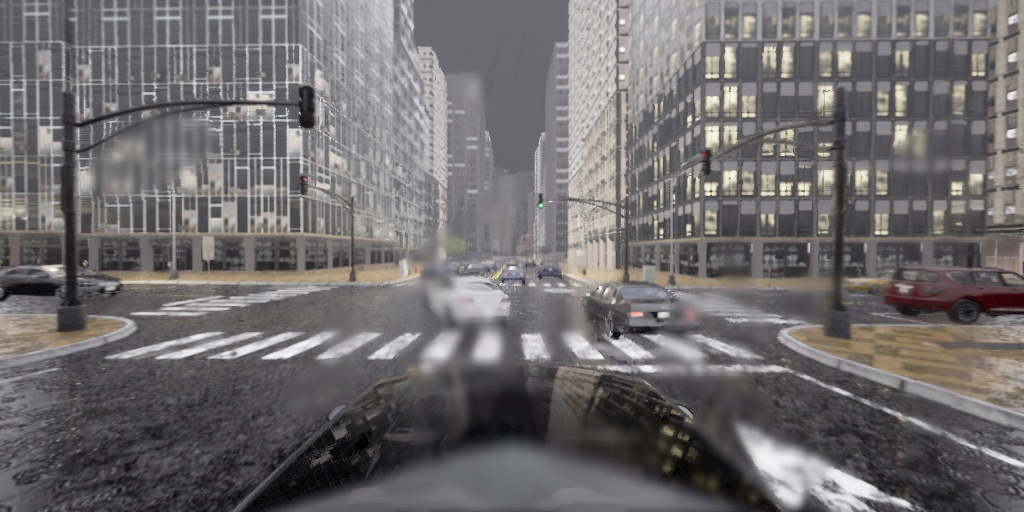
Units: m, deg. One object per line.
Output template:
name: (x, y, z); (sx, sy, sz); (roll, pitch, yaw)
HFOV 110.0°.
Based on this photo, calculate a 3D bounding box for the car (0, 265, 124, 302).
car: (-20.030, 1.142, 15.756); (4.902, 1.511, 2.128); (1, 1, 1)

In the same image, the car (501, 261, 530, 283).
car: (0.109, 1.380, 28.524); (2.033, 1.411, 5.357); (0, 0, 0)

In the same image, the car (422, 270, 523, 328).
car: (-1.574, 1.375, 11.956); (1.812, 1.442, 4.674); (1, 0, -24)

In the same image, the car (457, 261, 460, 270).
car: (-6.593, 1.370, 41.188); (1.837, 1.490, 4.892); (0, 0, 0)

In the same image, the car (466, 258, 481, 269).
car: (-6.510, 1.266, 61.123); (2.097, 1.767, 4.553); (0, 0, 0)

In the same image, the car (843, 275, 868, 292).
car: (21.801, 1.477, 20.863); (4.829, 1.417, 1.751); (0, 0, 1)

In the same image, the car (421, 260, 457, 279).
car: (-6.628, 1.193, 32.092); (2.097, 1.767, 4.553); (0, 0, 1)

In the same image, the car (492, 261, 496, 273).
car: (-3.334, 1.472, 43.837); (1.895, 1.301, 4.718); (0, 0, 0)

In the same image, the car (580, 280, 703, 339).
car: (3.344, 1.412, 10.376); (2.033, 1.411, 5.357); (0, -2, 0)

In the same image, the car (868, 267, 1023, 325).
car: (16.192, 1.320, 12.577); (5.009, 1.841, 2.192); (0, 0, 1)

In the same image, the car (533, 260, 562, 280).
car: (3.346, 1.196, 33.309); (2.097, 1.767, 4.553); (0, 0, 0)

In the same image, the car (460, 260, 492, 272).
car: (-3.347, 1.393, 34.077); (2.033, 1.411, 5.357); (0, 0, 0)

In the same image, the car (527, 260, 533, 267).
car: (3.241, 1.396, 62.957); (1.882, 1.535, 5.008); (0, 0, 0)
